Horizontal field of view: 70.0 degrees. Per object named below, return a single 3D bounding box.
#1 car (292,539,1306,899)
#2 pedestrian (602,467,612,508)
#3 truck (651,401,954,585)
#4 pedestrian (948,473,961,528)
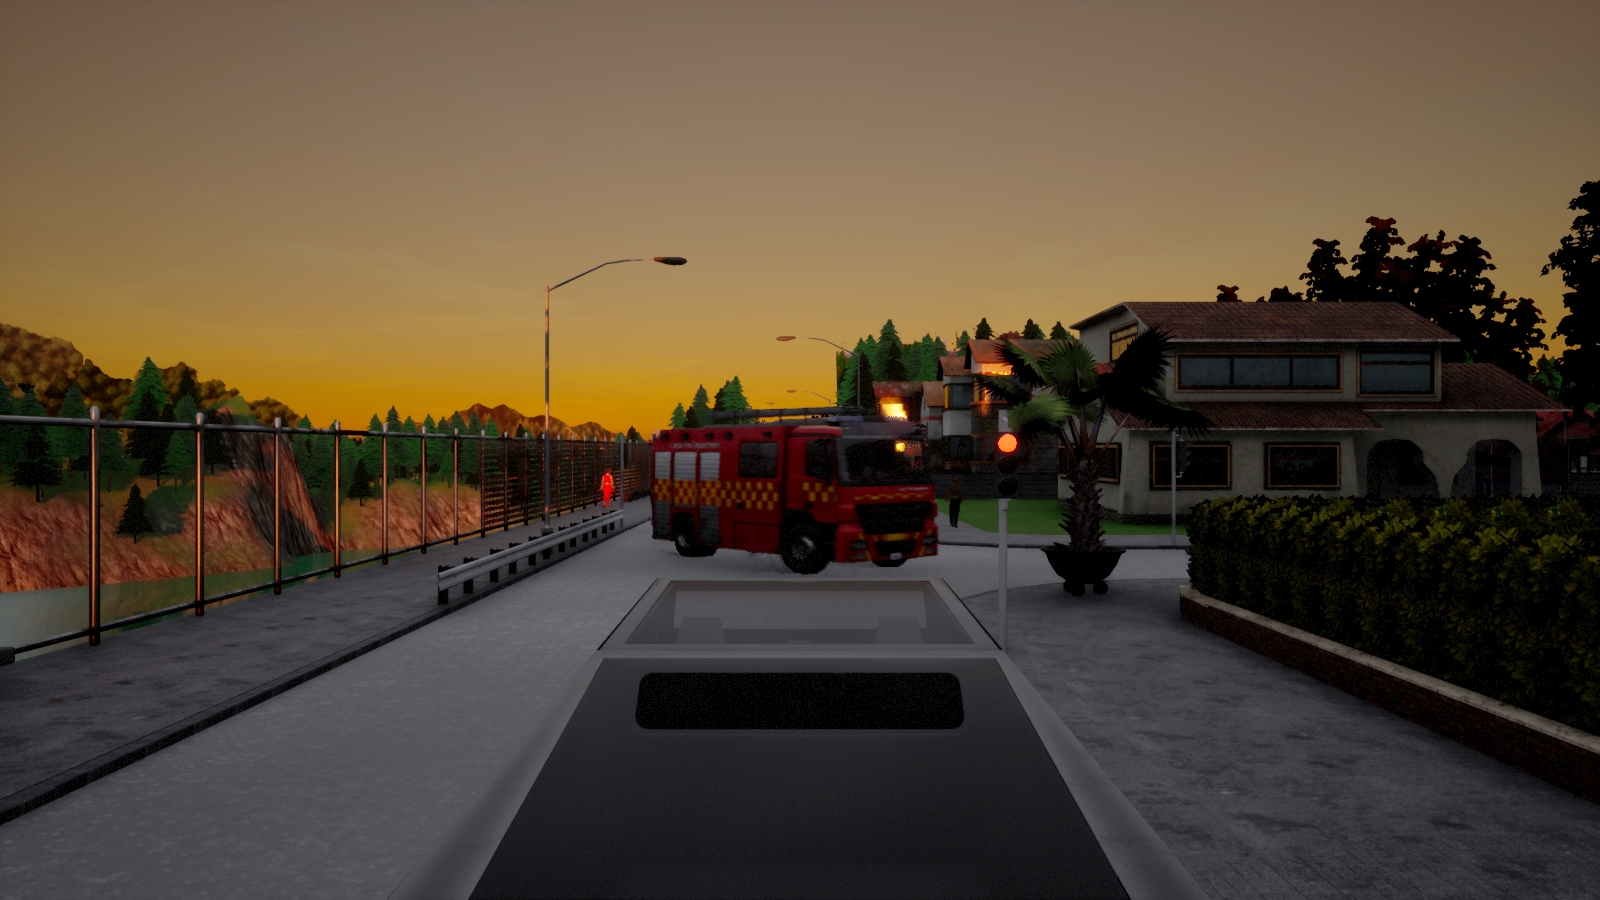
[{"bbox_3d":[-0.001,1.751,5.830,2.390,2.098,6.274,0,0,0],"label":"car"},{"bbox_3d":[-8.802,1.725,52.061,0.375,1.860,0.375,0,0,8],"label":"pedestrian"},{"bbox_3d":[-0.270,0.880,28.010,2.891,3.827,8.468,0,0,-37],"label":"truck"},{"bbox_3d":[5.303,1.721,39.186,0.375,1.860,0.375,0,0,0],"label":"pedestrian"}]
